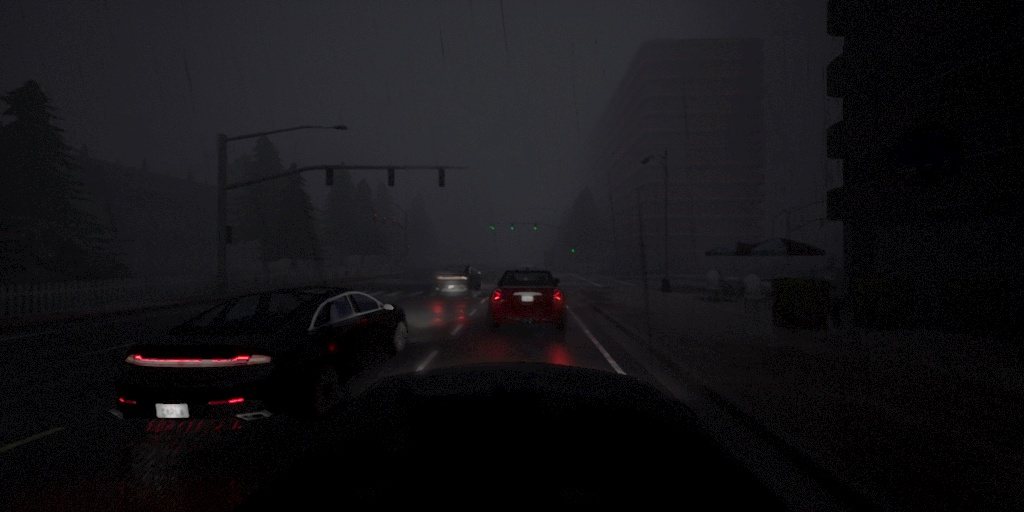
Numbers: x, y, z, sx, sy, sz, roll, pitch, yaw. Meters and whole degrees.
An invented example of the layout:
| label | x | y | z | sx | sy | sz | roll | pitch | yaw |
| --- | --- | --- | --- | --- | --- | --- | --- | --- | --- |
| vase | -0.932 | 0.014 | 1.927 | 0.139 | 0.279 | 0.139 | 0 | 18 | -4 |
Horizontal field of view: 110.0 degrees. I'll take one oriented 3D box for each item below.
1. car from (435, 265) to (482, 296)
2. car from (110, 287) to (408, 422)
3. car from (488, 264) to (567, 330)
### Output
| label | x | y | z | sx | sy | sz | roll | pitch | yaw |
| --- | --- | --- | --- | --- | --- | --- | --- | --- | --- |
| car | -2.781 | 1.246 | 19.271 | 2.128 | 1.511 | 4.902 | 0 | 0 | 2 |
| car | -3.161 | 1.237 | 5.790 | 2.128 | 1.511 | 4.902 | 0 | 0 | 1 |
| car | 0.459 | 1.109 | 11.332 | 2.097 | 1.767 | 4.553 | 0 | 0 | 2 |
